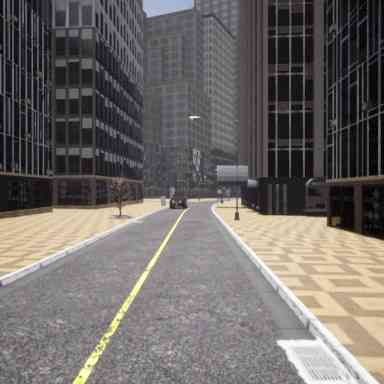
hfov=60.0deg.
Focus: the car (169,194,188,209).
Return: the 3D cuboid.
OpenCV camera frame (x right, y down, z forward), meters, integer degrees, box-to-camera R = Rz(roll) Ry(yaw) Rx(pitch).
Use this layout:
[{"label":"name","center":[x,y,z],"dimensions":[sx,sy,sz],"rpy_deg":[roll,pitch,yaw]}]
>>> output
[{"label":"car","center":[-1.847,1.279,46.472],"dimensions":[2.150,2.045,5.566],"rpy_deg":[0,0,4]}]
